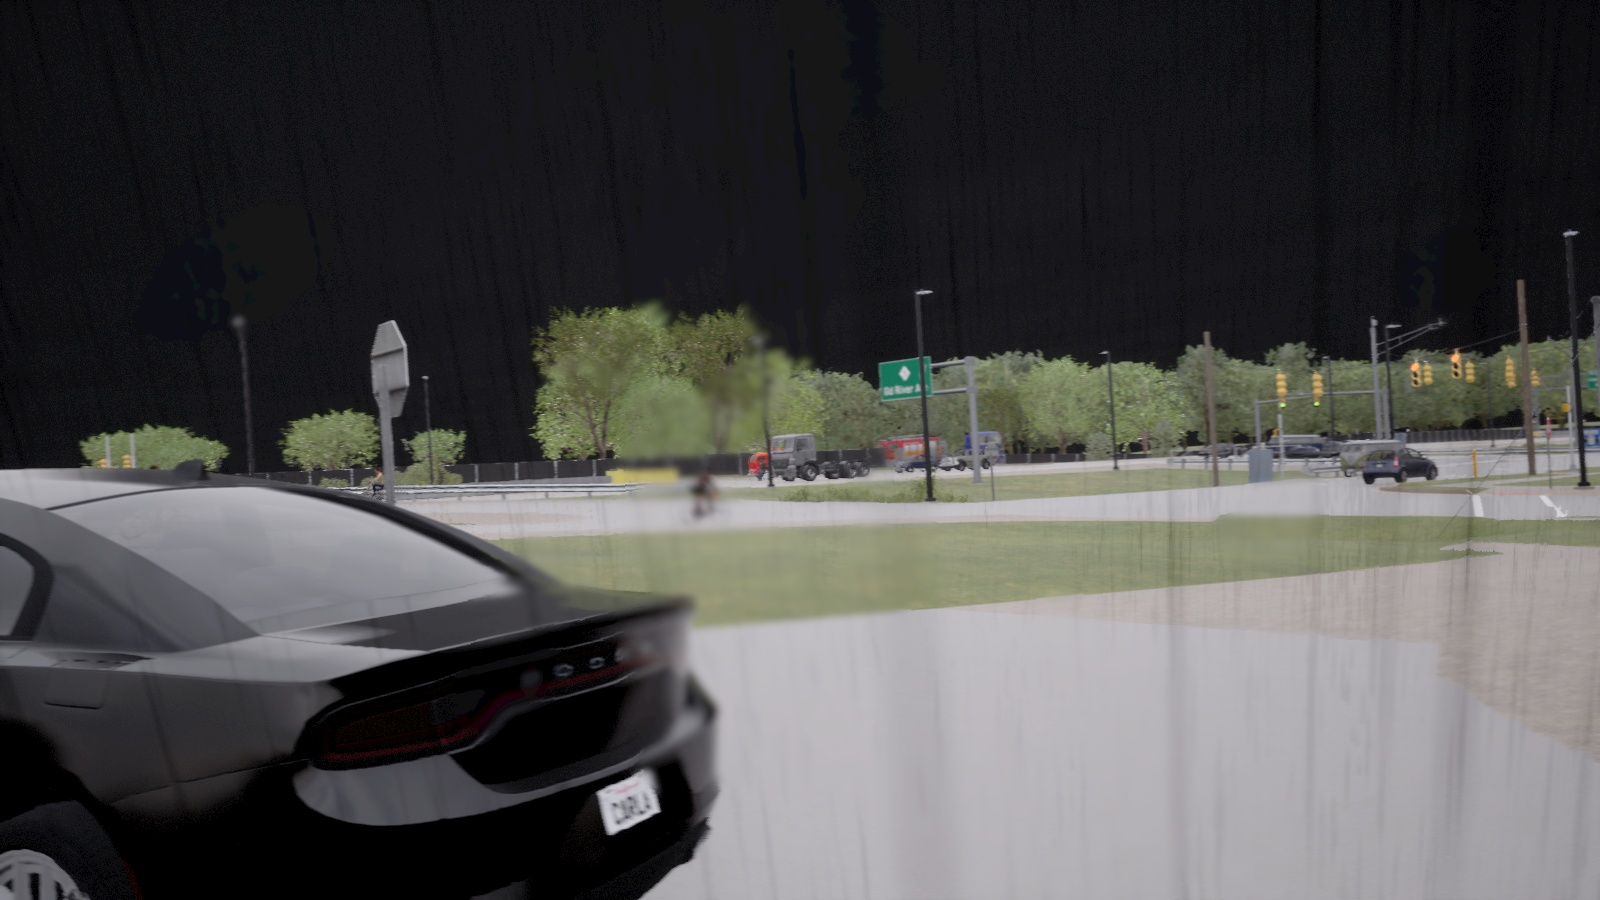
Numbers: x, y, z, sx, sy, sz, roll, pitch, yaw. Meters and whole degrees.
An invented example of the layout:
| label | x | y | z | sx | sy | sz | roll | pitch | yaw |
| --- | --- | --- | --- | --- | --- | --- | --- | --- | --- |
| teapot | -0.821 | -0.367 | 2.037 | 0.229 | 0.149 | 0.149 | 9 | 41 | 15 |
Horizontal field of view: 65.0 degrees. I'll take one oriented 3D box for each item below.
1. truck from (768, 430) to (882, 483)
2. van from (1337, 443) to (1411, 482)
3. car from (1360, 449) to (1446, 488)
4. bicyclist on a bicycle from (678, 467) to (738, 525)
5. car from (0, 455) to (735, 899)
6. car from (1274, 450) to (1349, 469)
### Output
| label | x | y | z | sx | sy | sz | roll | pitch | yaw |
| --- | --- | --- | --- | --- | --- | --- | --- | --- | --- |
| truck | 1.826 | 0.464 | 89.805 | 7.936 | 3.462 | 2.891 | -2 | -1 | -37 |
| van | 31.343 | 0.682 | 68.520 | 4.442 | 1.987 | 1.775 | -1 | -1 | -38 |
| car | 27.094 | 0.832 | 56.411 | 3.988 | 1.617 | 1.851 | -1 | -1 | -38 |
| bicyclist on a bicycle | -2.635 | 1.311 | 35.982 | 1.656 | 1.620 | 0.582 | 1 | -2 | -37 |
| car | -2.886 | 0.786 | 4.433 | 5.008 | 1.535 | 1.882 | 0 | 0 | 25 |
| car | 36.860 | 0.650 | 90.584 | 1.895 | 1.301 | 4.718 | -2 | 1 | -37 |
